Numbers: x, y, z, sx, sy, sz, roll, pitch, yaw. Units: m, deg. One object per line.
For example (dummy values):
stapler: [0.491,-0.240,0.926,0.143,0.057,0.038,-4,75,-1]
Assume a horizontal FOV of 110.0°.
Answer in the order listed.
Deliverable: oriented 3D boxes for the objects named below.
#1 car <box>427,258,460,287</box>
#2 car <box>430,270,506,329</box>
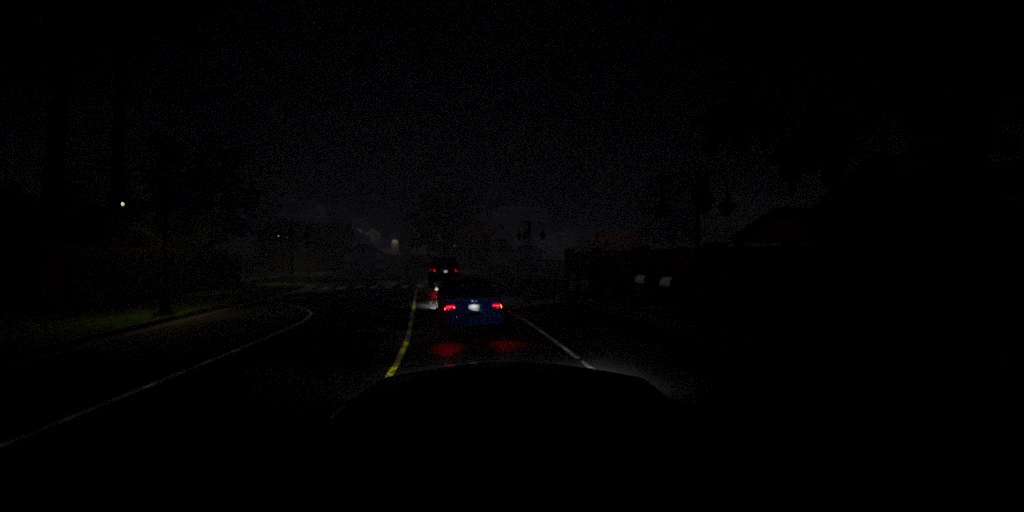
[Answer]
car: [-5.020,1.139,26.485,2.150,2.045,5.566,0,0,-13]
car: [-1.471,1.360,11.573,2.033,1.411,5.357,0,0,-12]
